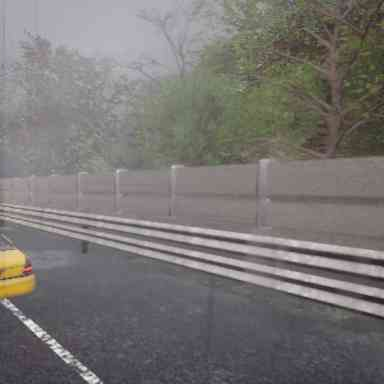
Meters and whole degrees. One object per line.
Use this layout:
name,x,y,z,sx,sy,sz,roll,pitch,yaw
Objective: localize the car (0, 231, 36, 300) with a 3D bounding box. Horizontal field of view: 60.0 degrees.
car,-5.131,1.333,7.277,1.801,1.575,5.366,-1,1,-43
